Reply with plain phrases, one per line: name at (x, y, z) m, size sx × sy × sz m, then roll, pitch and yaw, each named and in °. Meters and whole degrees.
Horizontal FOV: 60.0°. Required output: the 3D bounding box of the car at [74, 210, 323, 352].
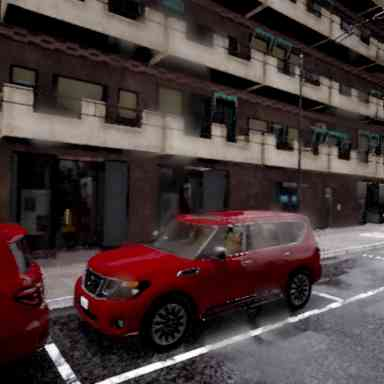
car at (0.458, 1.335, 6.400) m, size 5.009 × 1.841 × 2.192 m, roll 0°, pitch 1°, yaw -36°

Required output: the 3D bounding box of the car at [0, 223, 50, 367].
car at (-4.042, 1.307, 3.185) m, size 5.009 × 1.841 × 2.192 m, roll 0°, pitch 1°, yaw -36°
